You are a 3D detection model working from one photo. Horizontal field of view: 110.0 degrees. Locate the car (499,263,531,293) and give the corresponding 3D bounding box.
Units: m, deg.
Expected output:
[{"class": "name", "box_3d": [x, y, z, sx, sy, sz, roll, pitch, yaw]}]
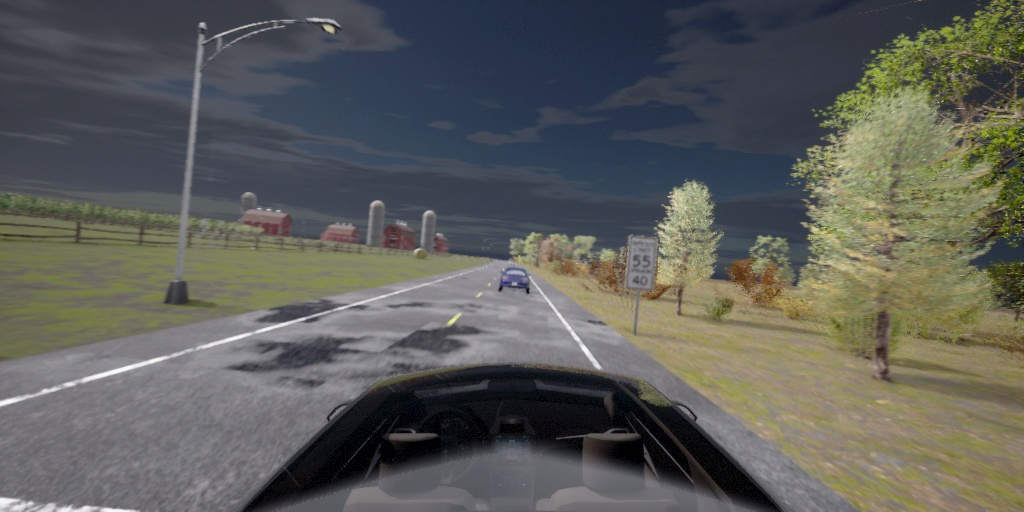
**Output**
[{"class": "car", "box_3d": [0.175, 1.442, 22.676, 1.812, 1.442, 4.674, 5, 0, 1]}]
